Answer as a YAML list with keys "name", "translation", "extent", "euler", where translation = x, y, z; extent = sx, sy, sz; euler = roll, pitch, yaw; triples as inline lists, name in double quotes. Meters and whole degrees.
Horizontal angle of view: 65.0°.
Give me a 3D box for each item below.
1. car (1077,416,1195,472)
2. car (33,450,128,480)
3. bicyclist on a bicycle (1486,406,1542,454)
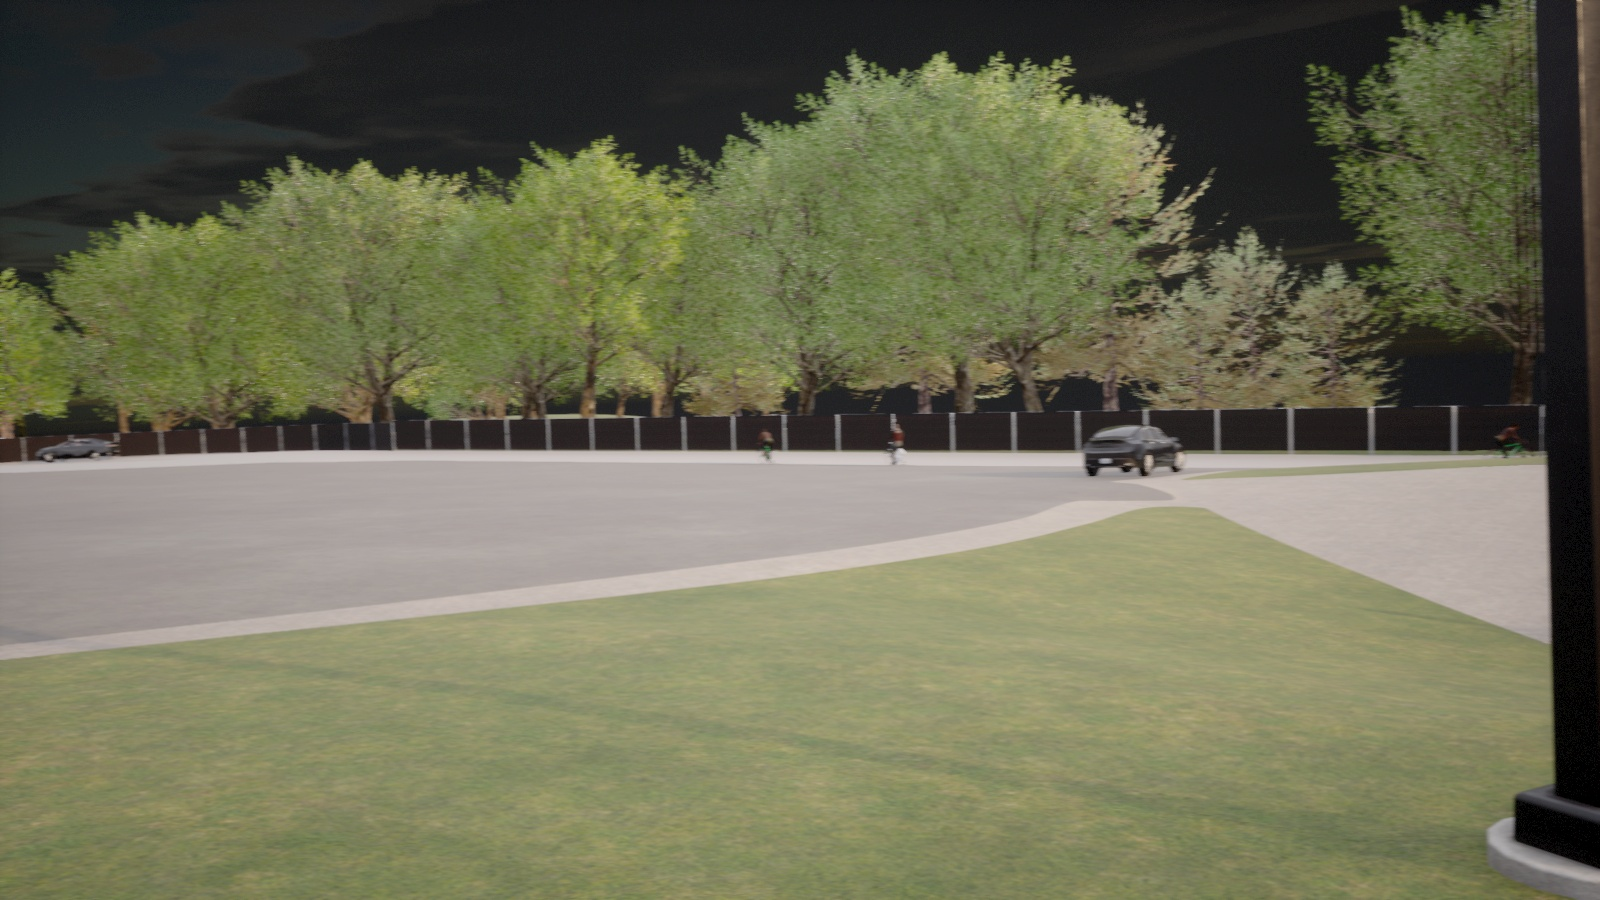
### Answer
- name: "car"
  translation: [10.320, -0.214, 38.289]
  extent: [1.837, 1.490, 4.892]
  euler: [-3, 1, 35]
- name: "car"
  translation: [-47.489, 0.983, 82.994]
  extent: [4.902, 1.511, 2.128]
  euler: [-4, 3, -5]
- name: "bicyclist on a bicycle"
  translation: [25.759, -0.714, 45.309]
  extent: [1.656, 1.620, 0.582]
  euler: [-2, 4, 12]
